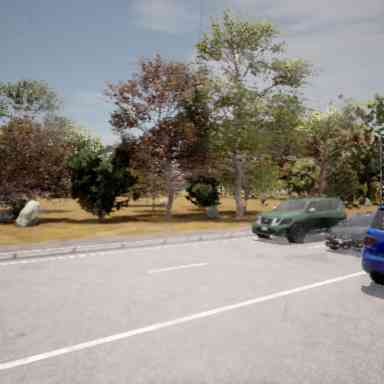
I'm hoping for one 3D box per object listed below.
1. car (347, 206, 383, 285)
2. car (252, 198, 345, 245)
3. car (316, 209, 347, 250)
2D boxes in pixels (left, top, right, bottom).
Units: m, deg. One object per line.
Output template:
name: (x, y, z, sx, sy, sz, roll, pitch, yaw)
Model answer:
car: (6.529, 1.284, 8.405, 5.566, 2.045, 2.150, 0, 0, -35)
car: (5.506, 1.307, 16.516, 5.566, 2.045, 2.150, 0, 0, -35)
car: (7.422, 1.589, 13.583, 4.892, 1.490, 1.837, 0, 0, -35)
